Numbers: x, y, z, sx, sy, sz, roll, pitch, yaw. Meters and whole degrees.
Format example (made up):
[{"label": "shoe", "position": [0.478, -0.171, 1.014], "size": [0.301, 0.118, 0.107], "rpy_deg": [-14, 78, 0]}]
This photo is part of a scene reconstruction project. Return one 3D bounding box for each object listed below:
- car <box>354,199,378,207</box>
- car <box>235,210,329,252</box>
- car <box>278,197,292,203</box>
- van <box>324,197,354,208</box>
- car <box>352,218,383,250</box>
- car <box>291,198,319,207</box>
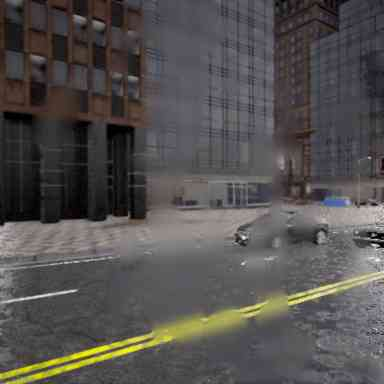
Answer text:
[{"label": "car", "position": [30.438, 1.850, 58.766], "size": [1.947, 1.339, 4.313], "rpy_deg": [0, 0, -35]}, {"label": "car", "position": [4.020, 1.594, 14.513], "size": [4.892, 1.490, 1.837], "rpy_deg": [1, 0, -35]}, {"label": "car", "position": [20.613, 1.776, 72.575], "size": [1.802, 1.307, 4.206], "rpy_deg": [0, 0, -35]}, {"label": "van", "position": [23.492, 1.668, 53.822], "size": [1.690, 1.788, 3.998], "rpy_deg": [0, 0, -35]}, {"label": "car", "position": [8.689, 1.715, 13.836], "size": [4.718, 1.301, 1.895], "rpy_deg": [1, 0, -35]}, {"label": "car", "position": [20.217, 1.880, 58.426], "size": [1.802, 1.307, 4.206], "rpy_deg": [0, 0, -35]}]
